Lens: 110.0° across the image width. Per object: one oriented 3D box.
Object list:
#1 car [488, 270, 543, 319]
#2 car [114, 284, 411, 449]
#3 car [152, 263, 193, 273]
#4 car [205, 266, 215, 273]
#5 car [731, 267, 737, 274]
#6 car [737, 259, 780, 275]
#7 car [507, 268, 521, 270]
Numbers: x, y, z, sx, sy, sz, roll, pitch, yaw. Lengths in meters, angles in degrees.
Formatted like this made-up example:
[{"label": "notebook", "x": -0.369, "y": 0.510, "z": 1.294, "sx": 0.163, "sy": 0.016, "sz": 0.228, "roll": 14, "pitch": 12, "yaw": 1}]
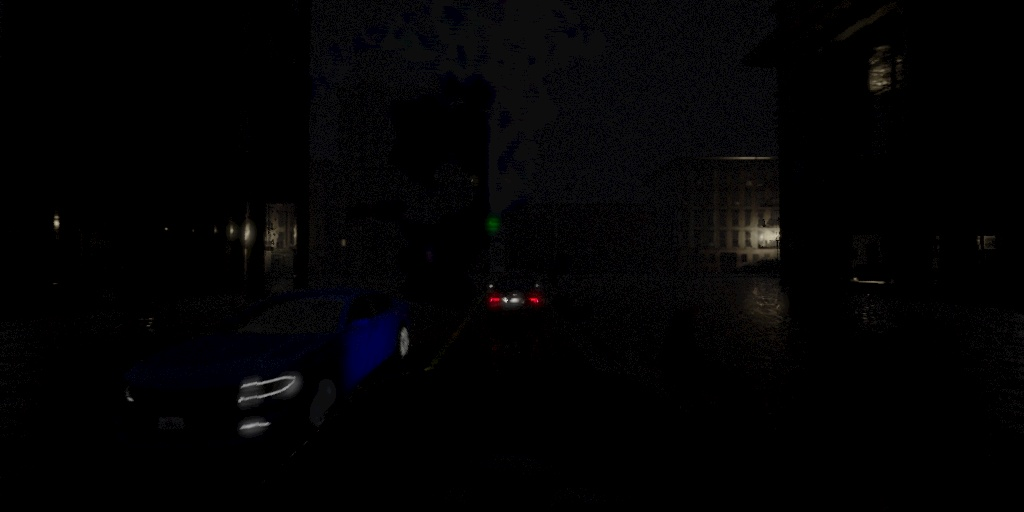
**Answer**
[{"label": "car", "x": 0.101, "y": 1.435, "z": 13.486, "sx": 2.033, "sy": 1.411, "sz": 5.357, "roll": 0, "pitch": -1, "yaw": 0}, {"label": "car", "x": -3.100, "y": 1.273, "z": 5.762, "sx": 1.882, "sy": 1.535, "sz": 5.008, "roll": 0, "pitch": -1, "yaw": 0}, {"label": "car", "x": -38.521, "y": 1.603, "z": 40.633, "sx": 4.553, "sy": 1.767, "sz": 2.097, "roll": 0, "pitch": -1, "yaw": 0}, {"label": "car", "x": -38.179, "y": 1.866, "z": 43.882, "sx": 5.357, "sy": 1.411, "sz": 2.033, "roll": 0, "pitch": -1, "yaw": 0}, {"label": "car", "x": 33.619, "y": 1.826, "z": 50.619, "sx": 4.892, "sy": 1.490, "sz": 1.837, "roll": 0, "pitch": -1, "yaw": 0}, {"label": "car", "x": 33.608, "y": 1.477, "z": 47.385, "sx": 5.566, "sy": 2.045, "sz": 2.150, "roll": 0, "pitch": -1, "yaw": 0}, {"label": "car", "x": 0.223, "y": 1.659, "z": 30.085, "sx": 1.994, "sy": 1.385, "sz": 4.181, "roll": 0, "pitch": -1, "yaw": 3}]
